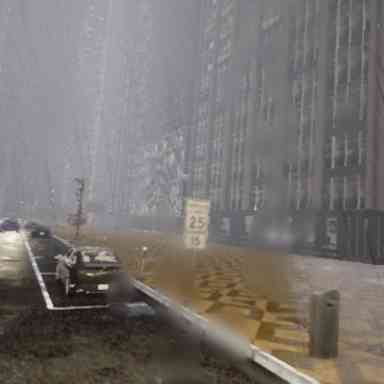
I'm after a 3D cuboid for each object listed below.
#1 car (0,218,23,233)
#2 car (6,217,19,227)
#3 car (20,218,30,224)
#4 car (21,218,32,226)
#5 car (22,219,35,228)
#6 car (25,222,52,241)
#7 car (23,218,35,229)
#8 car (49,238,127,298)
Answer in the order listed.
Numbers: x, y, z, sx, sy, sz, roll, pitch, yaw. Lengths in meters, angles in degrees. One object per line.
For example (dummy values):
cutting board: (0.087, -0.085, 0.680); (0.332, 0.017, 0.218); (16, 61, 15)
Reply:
car: (-21.911, 4.091, 40.151); (1.882, 1.535, 5.008); (7, -6, -27)
car: (-32.609, 5.411, 60.396); (1.882, 1.535, 5.008); (7, -7, -27)
car: (-40.436, 7.004, 80.654); (1.887, 1.381, 4.507); (7, -6, -27)
car: (-35.165, 6.378, 70.695); (1.947, 1.339, 4.313); (7, -6, -27)
car: (-29.893, 5.730, 60.737); (1.947, 1.339, 4.313); (6, -6, -27)
car: (-14.078, 3.783, 30.866); (1.947, 1.339, 4.313); (6, -6, -27)
car: (-21.985, 4.757, 45.801); (1.947, 1.339, 4.313); (6, -6, -27)
car: (-3.420, 2.481, 11.014); (2.008, 1.369, 4.403); (6, -6, -27)
